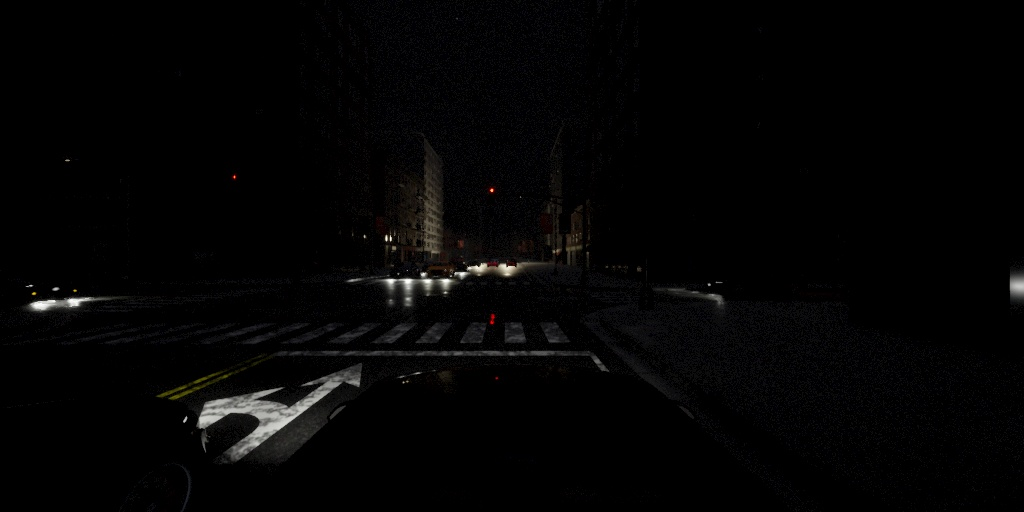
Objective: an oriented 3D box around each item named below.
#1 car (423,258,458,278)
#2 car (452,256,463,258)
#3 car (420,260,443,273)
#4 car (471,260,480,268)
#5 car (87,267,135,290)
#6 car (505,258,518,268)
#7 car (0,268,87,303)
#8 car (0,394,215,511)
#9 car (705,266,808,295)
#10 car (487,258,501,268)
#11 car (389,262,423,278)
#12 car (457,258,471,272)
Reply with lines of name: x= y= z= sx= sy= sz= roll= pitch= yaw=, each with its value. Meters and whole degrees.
car: x=-6.647 y=1.226 z=33.921 sx=1.882 sy=1.535 sz=5.008 roll=0 pitch=0 yaw=0
car: x=-9.885 y=0.962 z=64.330 sx=2.150 sy=2.045 sz=5.566 roll=0 pitch=0 yaw=0
car: x=-9.910 y=1.271 z=44.620 sx=1.812 sy=1.442 sz=4.674 roll=0 pitch=0 yaw=0
car: x=-6.646 y=1.304 z=62.849 sx=1.994 sy=1.385 sz=4.181 roll=0 pitch=0 yaw=0
car: x=-25.404 y=1.330 z=21.630 sx=4.313 sy=1.339 sz=1.948 roll=0 pitch=0 yaw=0
car: x=-0.093 y=1.245 z=62.235 sx=1.837 sy=1.490 sz=4.892 roll=0 pitch=0 yaw=0
car: x=-22.506 y=1.307 z=16.137 sx=4.181 sy=1.385 sz=1.994 roll=0 pitch=0 yaw=0
car: x=-3.243 y=1.276 z=0.818 sx=1.812 sy=1.442 sz=4.674 roll=0 pitch=0 yaw=0
car: x=13.055 y=1.295 z=19.306 sx=4.892 sy=1.490 sz=1.837 roll=0 pitch=0 yaw=1
car: x=-3.344 y=1.341 z=62.677 sx=1.895 sy=1.301 sz=4.718 roll=0 pitch=0 yaw=0
car: x=-9.897 y=1.274 z=33.546 sx=1.812 sy=1.442 sz=4.674 roll=0 pitch=0 yaw=0
car: x=-6.662 y=1.309 z=44.759 sx=1.994 sy=1.385 sz=4.181 roll=0 pitch=0 yaw=0
